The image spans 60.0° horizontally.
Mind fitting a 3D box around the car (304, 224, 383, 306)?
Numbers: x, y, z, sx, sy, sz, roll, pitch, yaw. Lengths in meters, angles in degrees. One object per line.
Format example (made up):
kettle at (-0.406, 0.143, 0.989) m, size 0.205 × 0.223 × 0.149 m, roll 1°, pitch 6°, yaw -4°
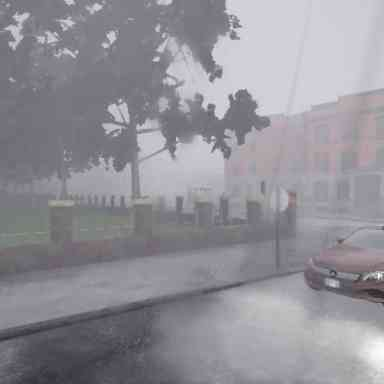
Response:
car at (4.631, 1.509, 7.805) m, size 4.674 × 1.442 × 1.812 m, roll 0°, pitch 0°, yaw -35°
